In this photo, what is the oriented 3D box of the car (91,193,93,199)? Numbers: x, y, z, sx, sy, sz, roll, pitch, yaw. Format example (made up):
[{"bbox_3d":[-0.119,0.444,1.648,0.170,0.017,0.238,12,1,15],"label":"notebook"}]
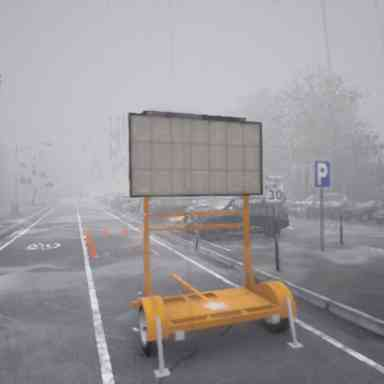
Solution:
[{"bbox_3d":[-23.931,1.578,90.862,5.366,1.575,1.946,-1,0,-20],"label":"car"}]

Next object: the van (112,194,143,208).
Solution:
[{"bbox_3d":[-9.888,1.400,51.226,4.442,1.987,1.878,-1,0,-20],"label":"van"}]

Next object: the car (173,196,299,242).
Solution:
[{"bbox_3d":[2.204,1.247,16.840,5.566,2.045,2.435,-1,0,-20],"label":"car"}]

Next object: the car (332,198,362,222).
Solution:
[{"bbox_3d":[13.337,1.375,24.673,5.008,1.535,2.097,-1,0,-20],"label":"car"}]

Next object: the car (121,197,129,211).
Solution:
[{"bbox_3d":[-5.294,1.668,37.981,4.674,1.452,2.002,-1,0,-20],"label":"car"}]

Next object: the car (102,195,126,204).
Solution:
[{"bbox_3d":[-15.670,1.484,67.022,4.553,1.767,2.185,-1,0,-20],"label":"car"}]

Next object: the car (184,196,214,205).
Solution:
[{"bbox_3d":[1.196,1.506,58.661,4.792,1.488,2.163,-1,0,-20],"label":"car"}]

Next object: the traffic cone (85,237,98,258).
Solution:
[{"bbox_3d":[-3.560,2.030,11.919,0.340,0.580,0.340,-1,0,-20],"label":"traffic cone"}]

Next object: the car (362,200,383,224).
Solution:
[{"bbox_3d":[14.269,1.358,22.059,4.892,1.521,2.231,-1,0,-20],"label":"car"}]

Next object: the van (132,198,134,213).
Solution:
[{"bbox_3d":[-3.302,1.379,32.736,4.442,1.987,1.878,-1,0,-20],"label":"van"}]

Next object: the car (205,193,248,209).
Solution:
[{"bbox_3d":[4.973,1.236,48.220,5.566,2.045,2.435,-1,0,-20],"label":"car"}]

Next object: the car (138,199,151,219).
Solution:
[{"bbox_3d":[-1.532,1.574,27.411,5.008,1.535,2.097,-1,0,-20],"label":"car"}]

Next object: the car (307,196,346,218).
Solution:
[{"bbox_3d":[12.405,1.394,27.288,5.008,1.535,2.097,-1,0,-20],"label":"car"}]

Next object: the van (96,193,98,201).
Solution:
[{"bbox_3d":[-18.574,1.376,74.915,4.442,1.987,1.878,-1,0,-20],"label":"van"}]

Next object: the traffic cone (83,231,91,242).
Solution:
[{"bbox_3d":[-4.229,2.043,13.803,0.340,0.580,0.340,-1,0,-20],"label":"traffic cone"}]

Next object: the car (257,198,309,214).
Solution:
[{"bbox_3d":[9.602,1.448,35.130,5.008,1.535,2.097,-1,0,-20],"label":"car"}]

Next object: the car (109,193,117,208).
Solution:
[{"bbox_3d":[-8.143,1.382,45.895,5.566,2.045,2.435,-1,0,-20],"label":"car"}]

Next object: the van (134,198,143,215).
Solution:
[{"bbox_3d":[-2.582,1.368,30.018,4.442,1.987,1.878,-1,0,-20],"label":"van"}]

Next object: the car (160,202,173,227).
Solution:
[{"bbox_3d":[1.119,1.516,19.428,5.366,1.575,1.946,-1,0,-20],"label":"car"}]

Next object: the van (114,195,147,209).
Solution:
[{"bbox_3d":[-8.947,1.403,48.586,4.442,1.987,1.878,-1,0,-20],"label":"van"}]

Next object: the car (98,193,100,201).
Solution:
[{"bbox_3d":[-14.728,1.361,64.381,5.566,2.045,2.435,-1,0,-20],"label":"car"}]

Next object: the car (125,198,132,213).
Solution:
[{"bbox_3d":[-4.322,1.650,35.347,4.792,1.488,2.163,-1,0,-20],"label":"car"}]

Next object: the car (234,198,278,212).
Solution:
[{"bbox_3d":[7.718,1.506,40.350,4.792,1.488,2.163,-1,0,-20],"label":"car"}]

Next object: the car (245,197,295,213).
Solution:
[{"bbox_3d":[8.849,1.457,37.810,5.366,1.575,1.946,-1,0,-20],"label":"car"}]

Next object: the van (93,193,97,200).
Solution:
[{"bbox_3d":[-22.336,1.365,85.478,4.442,1.987,1.878,-1,0,-20],"label":"van"}]

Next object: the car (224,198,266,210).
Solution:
[{"bbox_3d":[6.839,1.511,42.991,4.792,1.488,2.163,-1,0,-20],"label":"car"}]

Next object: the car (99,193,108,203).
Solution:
[{"bbox_3d":[-13.788,1.364,61.741,5.566,2.045,2.435,-1,0,-20],"label":"car"}]

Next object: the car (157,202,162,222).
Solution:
[{"bbox_3d":[0.356,1.576,22.132,4.674,1.452,2.002,-1,0,-20],"label":"car"}]

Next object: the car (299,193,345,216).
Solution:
[{"bbox_3d":[11.439,1.162,29.893,5.566,2.045,2.435,-1,0,-20],"label":"car"}]

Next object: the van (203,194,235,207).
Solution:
[{"bbox_3d":[4.125,1.258,50.865,4.442,1.987,1.878,-1,0,-20],"label":"van"}]

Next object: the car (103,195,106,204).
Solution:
[{"bbox_3d":[-12.820,1.658,59.110,4.674,1.452,2.002,-1,0,-20],"label":"car"}]

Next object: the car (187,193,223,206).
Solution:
[{"bbox_3d":[2.179,1.227,56.064,5.566,2.045,2.435,-1,0,-20],"label":"car"}]

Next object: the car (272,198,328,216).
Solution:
[{"bbox_3d":[10.533,1.433,32.513,4.892,1.521,2.231,-1,0,-20],"label":"car"}]

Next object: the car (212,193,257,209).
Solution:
[{"bbox_3d":[5.851,1.234,45.585,5.566,2.045,2.435,-1,0,-20],"label":"car"}]

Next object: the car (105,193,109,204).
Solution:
[{"bbox_3d":[-11.849,1.495,56.480,4.553,1.767,2.185,-1,0,-20],"label":"car"}]

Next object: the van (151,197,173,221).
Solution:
[{"bbox_3d":[-0.480,1.328,24.811,4.442,1.987,1.878,-1,0,-20],"label":"van"}]

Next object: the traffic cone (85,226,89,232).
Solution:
[{"bbox_3d":[-4.897,2.056,15.689,0.340,0.580,0.340,-1,0,-20],"label":"traffic cone"}]

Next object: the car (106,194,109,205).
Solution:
[{"bbox_3d":[-10.942,1.625,53.827,4.892,1.521,2.231,-1,0,-20],"label":"car"}]

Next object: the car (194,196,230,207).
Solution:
[{"bbox_3d":[3.261,1.477,53.503,5.366,1.575,1.946,-1,0,-20],"label":"car"}]

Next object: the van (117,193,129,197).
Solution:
[{"bbox_3d":[-7.067,1.408,43.306,4.442,1.987,1.878,-1,0,-20],"label":"van"}]

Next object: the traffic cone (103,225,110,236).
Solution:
[{"bbox_3d":[-4.625,2.056,17.908,0.340,0.580,0.340,-1,0,-20],"label":"traffic cone"}]

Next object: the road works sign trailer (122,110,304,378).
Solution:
[{"bbox_3d":[0.063,0.477,5.763,2.380,3.560,2.880,-1,0,-21],"label":"road works sign trailer"}]

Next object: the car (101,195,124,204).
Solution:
[{"bbox_3d":[-16.611,1.481,69.663,4.553,1.767,2.185,-1,0,-20],"label":"car"}]

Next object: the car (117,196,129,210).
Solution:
[{"bbox_3d":[-6.226,1.633,40.625,4.892,1.521,2.231,-1,0,-20],"label":"car"}]
